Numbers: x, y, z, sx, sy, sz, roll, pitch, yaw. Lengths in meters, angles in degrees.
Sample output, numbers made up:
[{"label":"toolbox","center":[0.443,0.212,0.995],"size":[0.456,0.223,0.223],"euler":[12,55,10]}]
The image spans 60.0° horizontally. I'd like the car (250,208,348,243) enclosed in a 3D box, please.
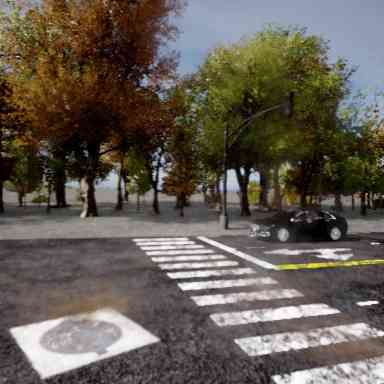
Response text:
[{"label":"car","center":[5.170,1.545,16.055],"size":[4.892,1.490,1.837],"euler":[1,0,-19]}]
